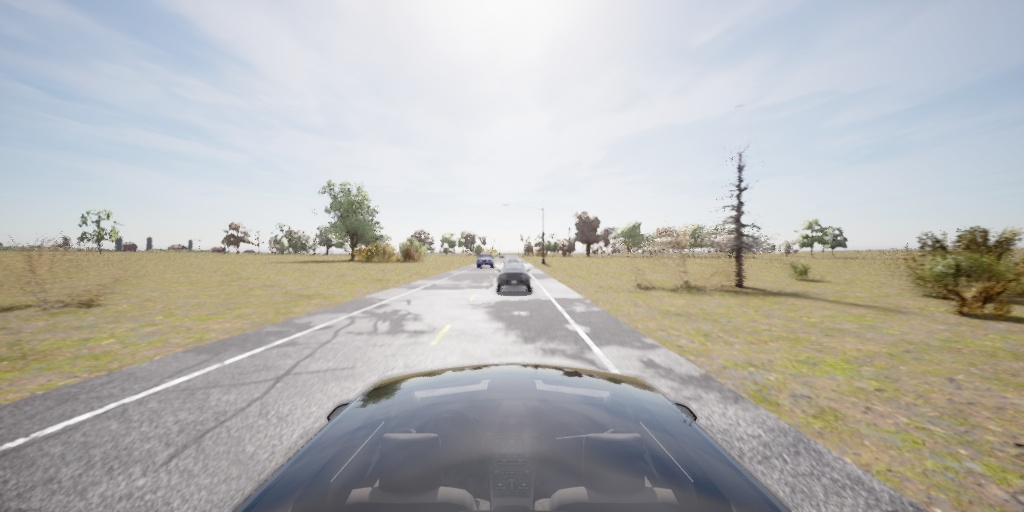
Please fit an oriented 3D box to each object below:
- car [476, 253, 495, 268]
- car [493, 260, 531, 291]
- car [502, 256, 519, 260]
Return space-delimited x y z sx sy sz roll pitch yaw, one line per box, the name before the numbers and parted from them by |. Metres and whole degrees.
car | -3.541 0.575 48.466 2.150 2.045 5.566 0 1 1
car | 0.102 1.120 20.272 1.812 1.442 4.674 0 0 0
car | 0.104 0.947 38.307 1.837 1.490 4.892 0 0 0
